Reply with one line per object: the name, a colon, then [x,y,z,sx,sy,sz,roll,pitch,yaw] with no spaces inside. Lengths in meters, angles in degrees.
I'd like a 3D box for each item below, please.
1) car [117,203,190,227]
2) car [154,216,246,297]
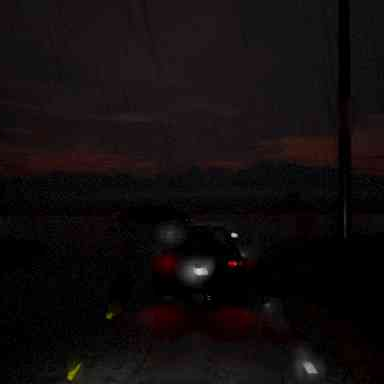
car: [-2.508,1.510,22.354,4.892,1.490,1.837,-1,0,1]
car: [0.258,1.553,8.622,1.994,1.385,4.181,0,0,3]
